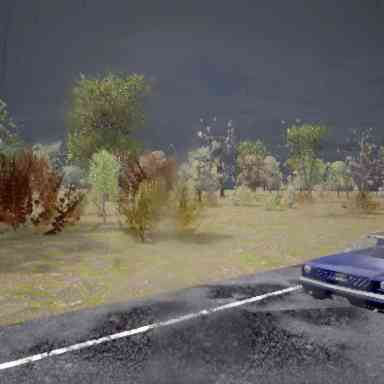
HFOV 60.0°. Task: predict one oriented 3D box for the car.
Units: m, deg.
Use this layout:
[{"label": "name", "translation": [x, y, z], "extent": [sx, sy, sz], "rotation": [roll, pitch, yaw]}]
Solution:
[{"label": "car", "translation": [4.422, 1.598, 7.212], "extent": [4.718, 1.301, 1.895], "rotation": [0, 0, -36]}]
